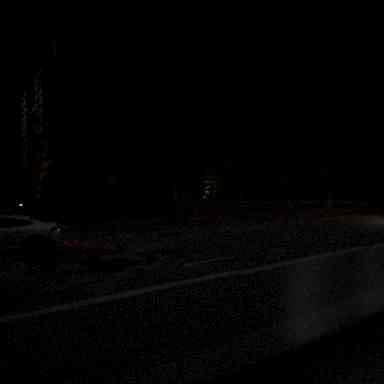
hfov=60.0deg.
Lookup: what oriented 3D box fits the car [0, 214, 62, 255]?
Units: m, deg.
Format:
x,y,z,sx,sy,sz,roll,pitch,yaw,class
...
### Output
x,y,z,sx,sy,sz,roll,pitch,yaw,class
-7.104,1.521,11.824,4.674,1.442,1.812,0,0,-35,car
